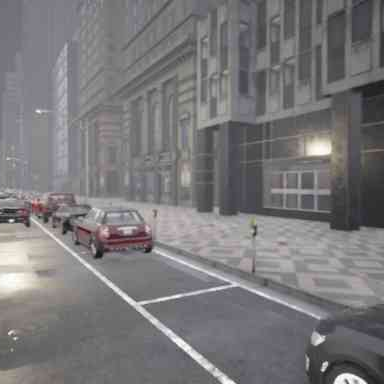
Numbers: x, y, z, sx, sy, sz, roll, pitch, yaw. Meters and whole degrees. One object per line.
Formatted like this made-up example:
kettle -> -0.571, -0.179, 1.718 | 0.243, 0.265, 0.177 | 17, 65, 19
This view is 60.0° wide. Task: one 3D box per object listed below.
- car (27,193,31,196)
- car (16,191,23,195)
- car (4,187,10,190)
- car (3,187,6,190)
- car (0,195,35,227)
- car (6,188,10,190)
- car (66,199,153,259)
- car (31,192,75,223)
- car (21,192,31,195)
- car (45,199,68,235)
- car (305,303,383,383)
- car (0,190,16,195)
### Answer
car -> -11.673, 1.047, 26.372 | 1.887, 1.381, 4.507 | -1, 1, -31
car -> -20.374, 0.666, 40.864 | 1.967, 1.590, 4.097 | -1, 1, -31
car -> -40.679, 0.178, 74.690 | 1.802, 1.307, 4.206 | -1, 1, -31
car -> -43.580, 0.089, 79.522 | 1.802, 1.307, 4.206 | -1, 1, -31
car -> -10.419, 1.142, 19.065 | 1.837, 1.490, 4.892 | 0, 2, -31
car -> -34.878, 0.357, 65.027 | 1.802, 1.307, 4.206 | -1, 1, -31
car -> -2.971, 1.219, 11.874 | 1.967, 1.590, 4.097 | -1, 1, -31
car -> -8.772, 0.910, 21.536 | 2.192, 1.841, 5.009 | -1, 1, -31
car -> -14.573, 0.976, 31.204 | 1.947, 1.339, 4.313 | -1, 1, -31
car -> -5.871, 1.253, 16.709 | 1.947, 1.339, 4.313 | -1, 1, -31
car -> 2.830, 1.515, 2.213 | 2.008, 1.369, 4.403 | -1, 1, -31
car -> -19.663, 0.846, 34.480 | 1.837, 1.490, 4.892 | 0, 1, -31
